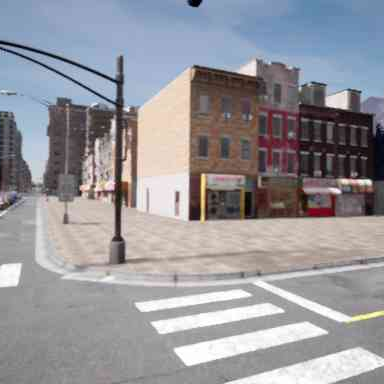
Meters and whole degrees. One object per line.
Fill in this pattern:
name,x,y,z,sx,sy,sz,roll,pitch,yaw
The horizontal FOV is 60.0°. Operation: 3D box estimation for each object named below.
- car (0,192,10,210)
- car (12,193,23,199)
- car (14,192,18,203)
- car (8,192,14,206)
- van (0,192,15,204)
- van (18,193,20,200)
car,-20.621,1.075,34.804,1.967,1.590,4.097,1,0,-25
car,-39.500,0.929,75.481,1.947,1.339,4.313,1,0,-25
car,-25.338,0.877,44.973,2.192,1.841,5.009,1,0,-25
car,-22.980,1.038,39.888,1.967,1.590,4.097,1,0,-25
van,-27.698,0.867,50.058,1.690,1.788,3.998,1,0,-25
van,-30.057,0.833,55.142,1.690,1.788,3.998,1,0,-25
